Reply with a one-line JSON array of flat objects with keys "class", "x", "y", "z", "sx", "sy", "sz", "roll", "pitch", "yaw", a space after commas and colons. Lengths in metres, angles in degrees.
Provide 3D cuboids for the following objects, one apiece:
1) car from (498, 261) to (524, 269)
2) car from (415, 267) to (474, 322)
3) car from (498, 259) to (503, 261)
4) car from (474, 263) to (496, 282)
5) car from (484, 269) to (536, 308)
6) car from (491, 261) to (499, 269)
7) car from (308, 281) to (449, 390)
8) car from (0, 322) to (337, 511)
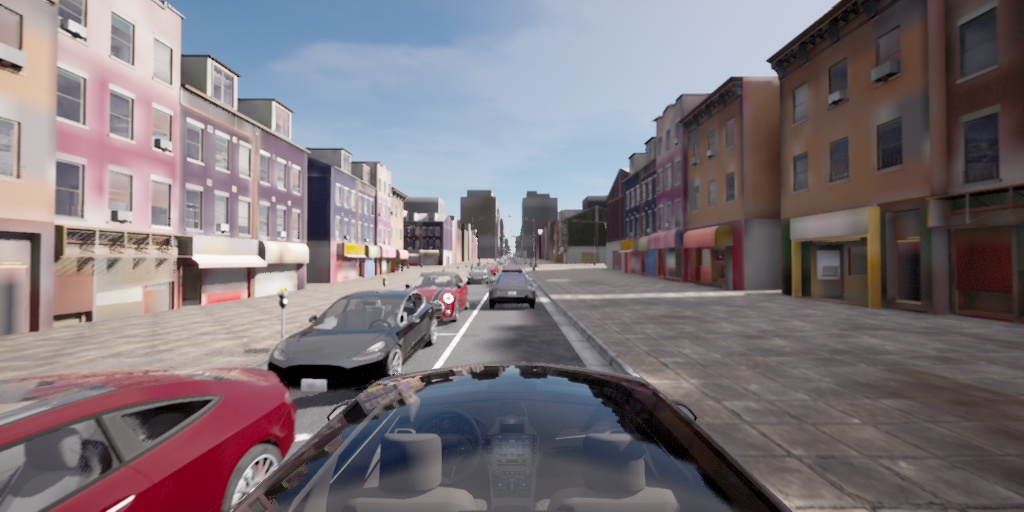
[{"class": "car", "x": 0.019, "y": 1.442, "z": 31.320, "sx": 1.882, "sy": 1.535, "sz": 5.008, "roll": 0, "pitch": 0, "yaw": 0}, {"class": "car", "x": -2.633, "y": 1.289, "z": 12.473, "sx": 1.967, "sy": 1.591, "sz": 4.097, "roll": 0, "pitch": 0, "yaw": 0}, {"class": "car", "x": -2.615, "y": 1.480, "z": 51.068, "sx": 1.751, "sy": 1.417, "sz": 4.829, "roll": 0, "pitch": 0, "yaw": 0}, {"class": "car", "x": -2.625, "y": 1.508, "z": 29.090, "sx": 2.007, "sy": 1.370, "sz": 4.403, "roll": 0, "pitch": 0, "yaw": 0}, {"class": "car", "x": 0.011, "y": 1.445, "z": 16.119, "sx": 1.994, "sy": 1.385, "sz": 4.181, "roll": 0, "pitch": 0, "yaw": 0}, {"class": "car", "x": -2.620, "y": 1.522, "z": 40.165, "sx": 1.888, "sy": 1.381, "sz": 4.507, "roll": 0, "pitch": 0, "yaw": 0}, {"class": "car", "x": -2.635, "y": 1.364, "z": 6.940, "sx": 1.948, "sy": 1.339, "sz": 4.313, "roll": 0, "pitch": 0, "yaw": 0}, {"class": "car", "x": -2.638, "y": 1.329, "z": 1.407, "sx": 1.802, "sy": 1.307, "sz": 4.207, "roll": 0, "pitch": 0, "yaw": 0}]
